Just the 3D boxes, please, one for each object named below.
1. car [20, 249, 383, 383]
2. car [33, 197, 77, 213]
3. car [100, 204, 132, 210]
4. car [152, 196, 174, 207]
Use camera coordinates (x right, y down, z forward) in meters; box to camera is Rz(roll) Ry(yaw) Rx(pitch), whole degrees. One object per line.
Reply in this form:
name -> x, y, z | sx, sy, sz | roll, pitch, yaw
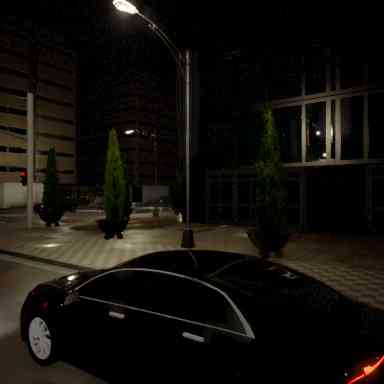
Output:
car -> -0.249, 1.505, 4.169 | 4.892, 1.490, 1.837 | 0, 0, 36
car -> -15.049, 1.407, 36.571 | 2.097, 1.767, 4.553 | 0, 0, 35
car -> -9.924, 1.581, 43.819 | 1.812, 1.442, 4.674 | 0, 0, 35
car -> -4.153, 1.407, 51.992 | 2.097, 1.767, 4.553 | 0, 0, 35
